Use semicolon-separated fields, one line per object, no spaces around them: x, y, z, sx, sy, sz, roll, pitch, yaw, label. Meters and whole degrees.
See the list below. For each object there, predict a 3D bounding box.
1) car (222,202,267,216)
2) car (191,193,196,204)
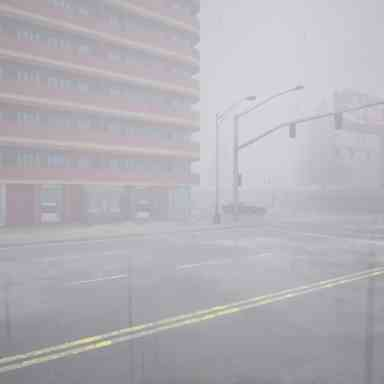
5.052;1.600;32.436;1.895;1.301;4.718;0;0;-34;car
-1.499;1.221;61.320;2.150;2.045;5.566;0;0;-34;car
